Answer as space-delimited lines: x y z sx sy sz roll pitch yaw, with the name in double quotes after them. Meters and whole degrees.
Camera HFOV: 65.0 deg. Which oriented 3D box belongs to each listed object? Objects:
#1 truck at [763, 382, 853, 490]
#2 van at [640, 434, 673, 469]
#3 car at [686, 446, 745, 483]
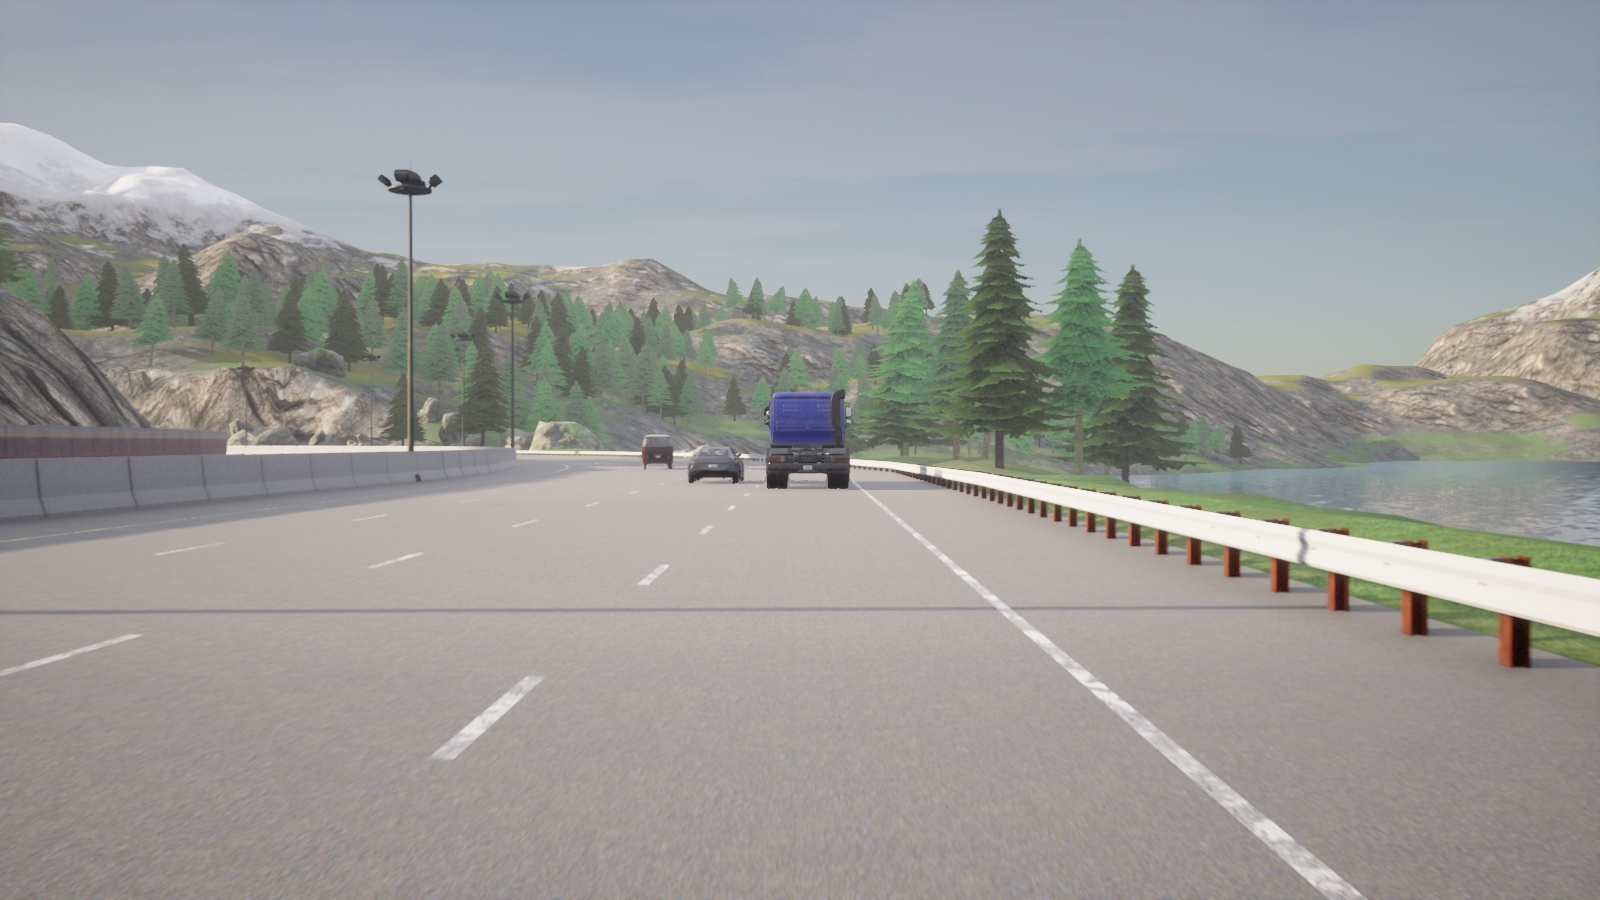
0.270 -0.485 44.281 2.891 3.462 7.936 0 0 0 "truck"
-8.394 0.079 73.433 1.775 1.987 4.442 0 0 -8 "van"
-3.209 0.534 48.595 1.994 1.385 4.181 0 0 0 "car"
